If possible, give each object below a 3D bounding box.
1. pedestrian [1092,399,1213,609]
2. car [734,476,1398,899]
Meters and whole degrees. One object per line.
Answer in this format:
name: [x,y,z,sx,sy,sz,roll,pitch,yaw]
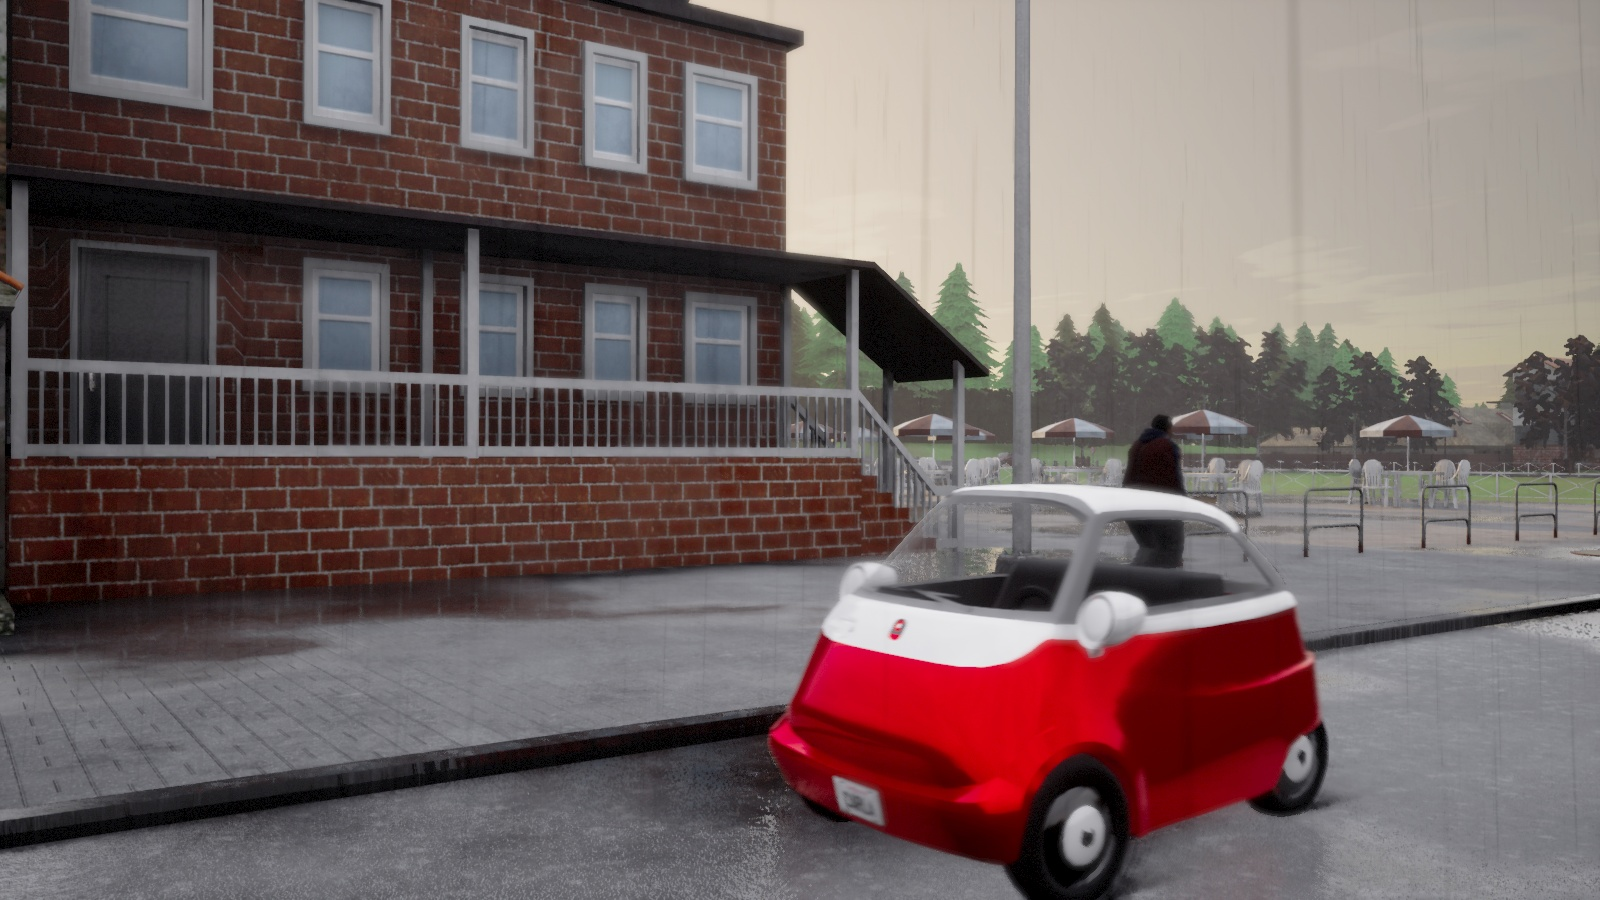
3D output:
pedestrian: [3.238,0.476,11.533,0.899,1.844,0.634,0,0,-33]
car: [1.067,0.810,5.009,2.207,1.376,1.481,0,0,-35]
